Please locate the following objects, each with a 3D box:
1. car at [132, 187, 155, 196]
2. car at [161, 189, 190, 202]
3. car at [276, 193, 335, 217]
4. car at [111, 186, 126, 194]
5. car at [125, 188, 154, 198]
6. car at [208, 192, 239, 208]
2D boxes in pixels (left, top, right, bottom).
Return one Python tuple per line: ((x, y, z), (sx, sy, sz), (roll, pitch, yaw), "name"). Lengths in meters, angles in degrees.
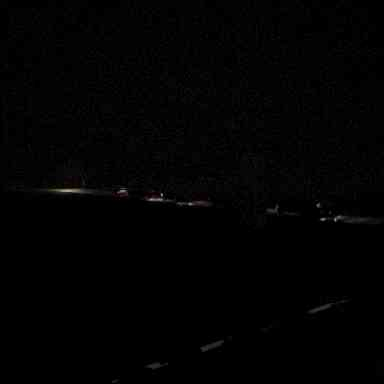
((-8.269, -0.099, 56.014), (1.895, 1.301, 4.718), (-3, 4, -35), "car")
((-2.128, 0.405, 42.207), (1.837, 1.490, 4.892), (-3, 4, -35), "car")
((8.948, 0.889, 26.493), (2.097, 1.767, 4.553), (-3, 4, -35), "car")
((-14.145, -0.507, 64.336), (2.128, 1.511, 4.902), (-3, 4, -35), "car")
((-7.888, 0.183, 50.443), (1.895, 1.301, 4.718), (-3, 4, -35), "car")
((3.637, 0.722, 34.016), (2.128, 1.511, 4.902), (-3, 4, -35), "car")
